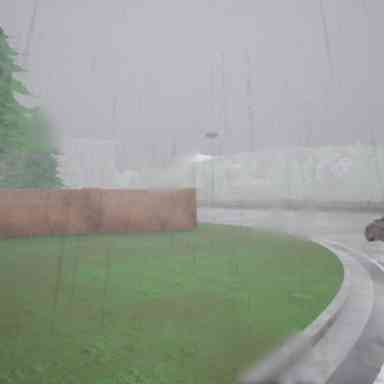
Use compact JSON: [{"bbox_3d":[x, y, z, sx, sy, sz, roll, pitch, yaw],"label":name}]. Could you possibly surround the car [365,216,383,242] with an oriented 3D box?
[{"bbox_3d":[8.749,1.550,13.708,1.812,1.442,4.674,-1,0,10],"label":"car"}]
